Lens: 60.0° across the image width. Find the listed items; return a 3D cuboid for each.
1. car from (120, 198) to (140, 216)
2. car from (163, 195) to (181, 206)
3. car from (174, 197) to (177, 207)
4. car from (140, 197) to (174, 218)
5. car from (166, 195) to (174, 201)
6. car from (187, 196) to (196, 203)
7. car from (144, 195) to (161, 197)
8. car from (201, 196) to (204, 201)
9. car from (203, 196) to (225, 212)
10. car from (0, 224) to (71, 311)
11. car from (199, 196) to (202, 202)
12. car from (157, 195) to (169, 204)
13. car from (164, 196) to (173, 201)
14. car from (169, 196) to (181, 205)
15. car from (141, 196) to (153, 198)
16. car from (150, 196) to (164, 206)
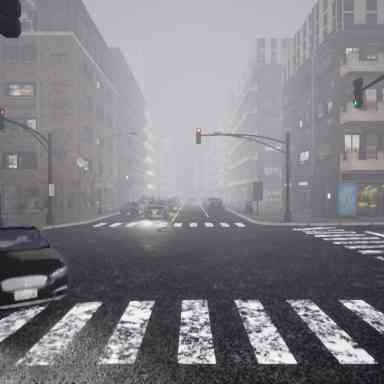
[{"bbox_3d":[-5.737,1.572,32.212,1.947,1.339,4.313,0,0,0],"label":"car"},{"bbox_3d":[-3.162,1.578,49.924,1.994,1.385,4.181,0,0,0],"label":"car"},{"bbox_3d":[-3.158,1.610,39.946,1.895,1.301,4.718,0,0,0],"label":"car"},{"bbox_3d":[-3.136,1.497,30.647,2.128,1.511,4.902,0,0,1],"label":"car"},{"bbox_3d":[-5.823,1.595,89.037,2.008,1.369,4.403,0,0,0],"label":"car"},{"bbox_3d":[-0.061,1.539,70.634,2.128,1.511,4.902,0,0,0],"label":"car"},{"bbox_3d":[-5.755,1.326,43.578,2.192,1.841,5.009,0,0,0],"label":"car"},{"bbox_3d":[2.626,1.451,43.592,1.967,1.590,4.097,0,0,0],"label":"car"},{"bbox_3d":[2.634,1.448,37.910,1.967,1.590,4.097,0,0,0],"label":"car"},{"bbox_3d":[-4.286,1.548,7.797,2.128,1.511,4.902,0,-1,-35],"label":"car"},{"bbox_3d":[2.609,1.599,54.957,1.802,1.307,4.206,0,0,0],"label":"car"},{"bbox_3d":[-5.788,1.465,66.308,1.967,1.590,4.097,0,0,0],"label":"car"},{"bbox_3d":[-5.814,1.589,83.354,2.008,1.369,4.403,0,0,0],"label":"car"},{"bbox_3d":[-3.124,1.499,61.457,1.882,1.535,5.008,0,0,1],"label":"car"},{"bbox_3d":[-5.746,1.534,37.725,1.752,1.417,4.829,0,0,0],"label":"car"},{"bbox_3d":[-5.771,1.457,54.943,1.967,1.590,4.097,0,0,0],"label":"car"}]
